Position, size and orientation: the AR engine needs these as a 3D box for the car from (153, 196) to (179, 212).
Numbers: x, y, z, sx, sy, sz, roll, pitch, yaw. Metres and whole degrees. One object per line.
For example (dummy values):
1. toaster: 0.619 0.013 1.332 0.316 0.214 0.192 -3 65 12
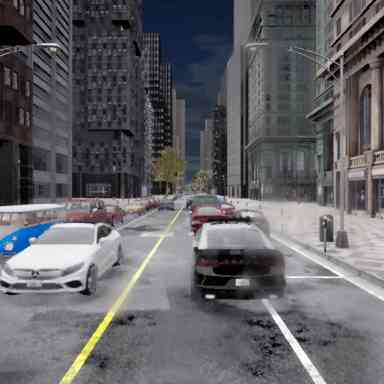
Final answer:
1. car: -2.908 1.550 38.620 2.033 1.411 5.357 0 0 0

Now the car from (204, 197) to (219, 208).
1. car: 2.898 1.550 50.150 1.887 1.381 4.507 0 0 0

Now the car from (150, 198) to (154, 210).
1. car: -5.681 1.548 39.138 1.887 1.381 4.507 0 0 0

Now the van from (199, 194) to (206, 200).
1. van: 2.990 1.375 93.660 1.690 1.788 3.998 0 0 0

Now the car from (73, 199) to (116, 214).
1. car: -5.728 1.316 17.036 2.192 1.841 5.009 0 0 0

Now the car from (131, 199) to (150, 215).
1. car: -5.693 1.528 33.443 1.752 1.417 4.829 0 0 0

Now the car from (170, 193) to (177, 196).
1. car: -5.555 1.554 88.112 1.752 1.417 4.829 0 0 0

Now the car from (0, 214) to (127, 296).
1. car: -3.066 1.526 8.799 1.812 1.442 4.674 0 0 0

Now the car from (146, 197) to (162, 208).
1. car: -5.657 1.550 50.189 1.887 1.381 4.507 0 0 0

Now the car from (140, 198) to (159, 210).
1. car: -5.669 1.549 44.663 1.887 1.381 4.507 0 0 0

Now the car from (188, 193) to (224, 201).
1. car: 0.958 1.226 24.499 2.150 2.045 5.566 0 0 0

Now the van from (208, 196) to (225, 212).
1. van: 2.871 1.344 39.101 1.690 1.788 3.998 0 0 0

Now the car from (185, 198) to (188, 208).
1. car: 0.143 1.509 47.417 1.837 1.490 4.892 0 0 1

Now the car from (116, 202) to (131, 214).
1. car: -5.717 1.546 22.562 1.887 1.381 4.507 0 0 0

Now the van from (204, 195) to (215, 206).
1. van: 2.913 1.348 55.675 1.690 1.788 3.998 0 0 0

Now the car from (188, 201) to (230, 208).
1. car: 0.871 1.479 18.458 1.882 1.535 5.008 0 0 -1

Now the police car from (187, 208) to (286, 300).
1. police car: 0.920 1.426 8.578 1.930 1.638 5.238 0 0 0

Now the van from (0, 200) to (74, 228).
1. van: -5.740 1.342 11.511 1.690 1.788 3.998 0 0 0

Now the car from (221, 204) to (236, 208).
1. car: 2.813 1.552 17.000 2.008 1.369 4.403 0 0 0
